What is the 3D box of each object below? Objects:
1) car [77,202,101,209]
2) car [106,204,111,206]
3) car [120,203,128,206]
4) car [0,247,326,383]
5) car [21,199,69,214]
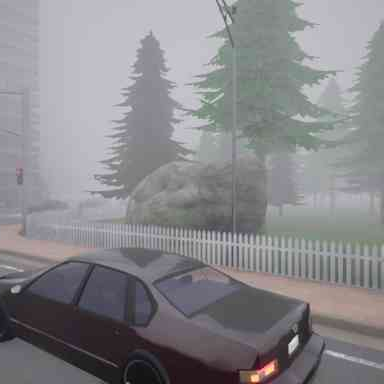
[{"bbox_3d":[-13.586,1.539,44.429,1.895,1.301,4.718,0,0,3],"label":"car"},{"bbox_3d":[-14.333,1.289,54.215,2.097,1.767,4.553,0,0,-12],"label":"car"},{"bbox_3d":[-10.177,1.502,51.970,1.994,1.385,4.181,0,0,-6],"label":"car"},{"bbox_3d":[-1.046,1.547,4.736,5.357,1.411,2.033,0,0,35],"label":"car"},{"bbox_3d":[-15.252,1.486,34.937,2.033,1.411,5.357,0,0,17],"label":"car"}]
